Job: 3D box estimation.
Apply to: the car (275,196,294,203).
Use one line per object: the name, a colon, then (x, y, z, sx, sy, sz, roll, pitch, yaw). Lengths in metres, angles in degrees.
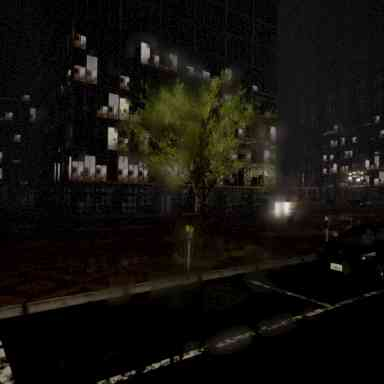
car: (21.931, 1.798, 80.287, 1.967, 1.590, 4.097, 1, -1, -20)

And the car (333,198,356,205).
car: (33.171, 1.989, 72.517, 2.008, 1.369, 4.403, 1, -1, -20)

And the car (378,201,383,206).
car: (36.965, 1.893, 62.172, 1.752, 1.417, 4.829, 1, -1, -20)

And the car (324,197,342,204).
car: (27.708, 1.692, 64.537, 1.967, 1.590, 4.097, 1, -1, -20)

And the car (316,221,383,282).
car: (5.555, 1.574, 9.817, 4.313, 1.339, 1.947, 0, 1, -34)

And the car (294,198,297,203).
car: (27.392, 2.127, 88.274, 1.802, 1.307, 4.206, 1, -1, -20)

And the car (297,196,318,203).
car: (29.322, 1.824, 83.025, 2.192, 1.841, 5.009, 1, -1, -20)

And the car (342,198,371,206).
car: (29.631, 1.767, 59.286, 2.008, 1.369, 4.403, 1, -1, -20)
